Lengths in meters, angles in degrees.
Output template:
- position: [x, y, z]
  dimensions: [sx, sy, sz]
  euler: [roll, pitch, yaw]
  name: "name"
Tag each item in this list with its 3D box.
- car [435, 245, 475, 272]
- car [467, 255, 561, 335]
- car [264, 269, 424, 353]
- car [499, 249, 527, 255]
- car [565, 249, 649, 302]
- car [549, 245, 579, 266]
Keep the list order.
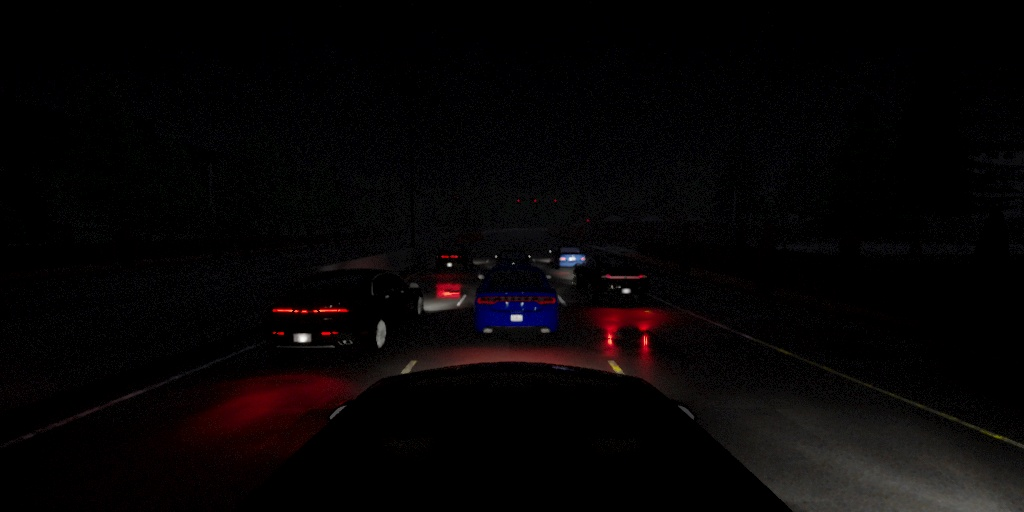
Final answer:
- position: [-3.459, 0.037, 22.180]
  dimensions: [1.837, 1.490, 4.892]
  euler: [0, 5, 0]
  name: "car"
- position: [0.088, 0.954, 9.578]
  dimensions: [1.882, 1.535, 5.008]
  euler: [0, 3, 0]
  name: "car"
- position: [-3.410, 1.042, 8.259]
  dimensions: [1.837, 1.490, 4.892]
  euler: [0, 1, 0]
  name: "car"
- position: [0.054, 0.331, 19.276]
  dimensions: [2.033, 1.411, 5.357]
  euler: [0, 5, 0]
  name: "car"
- position: [3.574, 0.723, 13.642]
  dimensions: [2.128, 1.511, 4.902]
  euler: [0, 4, 0]
  name: "car"
- position: [3.538, -0.007, 23.246]
  dimensions: [2.033, 1.411, 5.357]
  euler: [0, 5, 0]
  name: "car"
